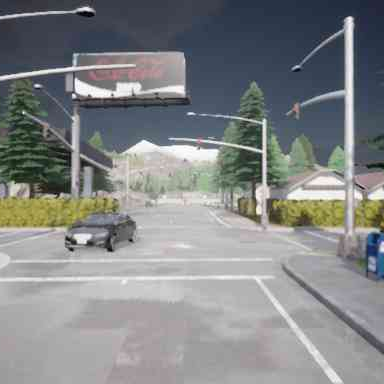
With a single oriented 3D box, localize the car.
[{"bbox_3d":[-3.786,1.624,14.649,2.128,1.511,4.902,0,-2,6],"label":"car"}]
